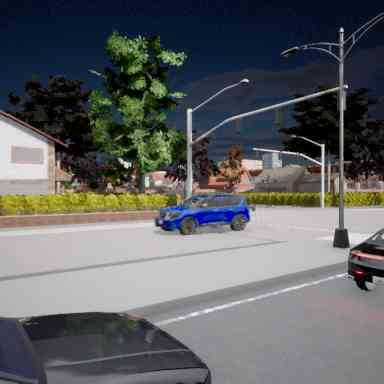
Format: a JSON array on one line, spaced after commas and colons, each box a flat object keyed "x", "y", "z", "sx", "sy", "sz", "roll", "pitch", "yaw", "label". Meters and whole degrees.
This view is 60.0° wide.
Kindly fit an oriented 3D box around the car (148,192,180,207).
[{"x": -4.270, "y": 1.097, "z": 49.654, "sx": 2.150, "sy": 2.045, "sz": 5.566, "roll": 0, "pitch": 0, "yaw": -36, "label": "car"}]

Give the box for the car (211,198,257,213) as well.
[{"x": 4.599, "y": 1.455, "z": 37.368, "sx": 2.033, "sy": 1.411, "sz": 5.357, "roll": 0, "pitch": 0, "yaw": -36, "label": "car"}]

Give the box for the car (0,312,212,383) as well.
[{"x": -2.361, "y": 1.543, "z": 2.060, "sx": 5.357, "sy": 1.411, "sz": 2.033, "roll": 0, "pitch": 0, "yaw": -36, "label": "car"}]

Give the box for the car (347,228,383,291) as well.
[{"x": 5.573, "y": 1.474, "z": 7.720, "sx": 4.902, "sy": 1.511, "sz": 2.128, "roll": 0, "pitch": 0, "yaw": -35, "label": "car"}]

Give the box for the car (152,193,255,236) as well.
[{"x": 0.740, "y": 1.176, "z": 18.395, "sx": 5.566, "sy": 2.045, "sz": 2.150, "roll": 0, "pitch": 0, "yaw": -33, "label": "car"}]
